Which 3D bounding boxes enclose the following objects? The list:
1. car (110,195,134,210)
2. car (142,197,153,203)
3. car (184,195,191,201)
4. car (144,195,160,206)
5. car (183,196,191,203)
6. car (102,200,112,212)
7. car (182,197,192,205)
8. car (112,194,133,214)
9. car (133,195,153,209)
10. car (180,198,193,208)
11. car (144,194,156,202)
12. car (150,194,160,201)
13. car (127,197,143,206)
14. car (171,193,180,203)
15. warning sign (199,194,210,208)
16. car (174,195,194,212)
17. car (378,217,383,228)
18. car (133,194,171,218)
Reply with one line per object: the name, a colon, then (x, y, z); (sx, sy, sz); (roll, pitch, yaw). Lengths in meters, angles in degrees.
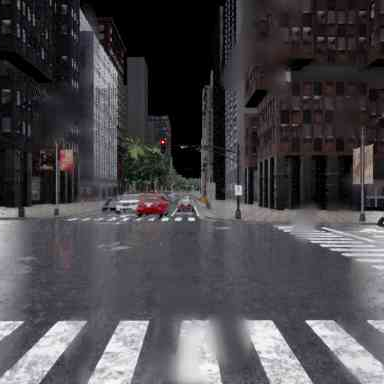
car: (-9.288, 1.335, 44.300); (2.192, 1.841, 5.009); (0, 0, -1)
car: (-9.536, 1.669, 71.428); (1.802, 1.307, 4.206); (0, 0, -1)
car: (-1.162, 1.574, 87.772); (1.967, 1.590, 4.097); (0, 0, -1)
car: (-6.712, 1.399, 55.738); (2.097, 1.767, 4.553); (0, 0, 0)
car: (-1.013, 1.613, 71.667); (1.752, 1.417, 4.829); (0, 0, -1)
car: (-9.237, 1.574, 38.873); (1.947, 1.339, 4.313); (0, 0, -1)
car: (-0.912, 1.603, 60.648); (1.887, 1.381, 4.507); (0, 0, -1)
car: (-6.542, 1.223, 35.511); (2.150, 2.045, 5.566); (0, 0, -1)
car: (-6.629, 1.375, 45.536); (2.097, 1.767, 4.553); (0, 0, 0)
car: (-0.812, 1.615, 49.798); (1.802, 1.307, 4.206); (0, 0, -1)
car: (-9.587, 1.417, 76.854); (2.192, 1.841, 5.009); (0, 0, -1)
car: (-9.687, 1.449, 87.706); (2.192, 1.841, 5.009); (0, 0, -1)
car: (-9.385, 1.570, 54.981); (1.752, 1.417, 4.829); (0, 0, -1)
car: (-3.618, 1.563, 65.591); (2.128, 1.511, 4.902); (0, 0, 0)
warning sign: (1.565, 1.132, 42.641); (1.300, 1.860, 1.060); (0, 0, -1)
car: (-0.713, 1.448, 38.949); (1.967, 1.590, 4.097); (0, 0, -1)
car: (14.094, 1.788, 20.933); (4.181, 1.385, 1.994); (1, 0, 0)
car: (-3.438, 1.210, 29.697); (2.150, 2.045, 5.566); (0, 0, 2)
